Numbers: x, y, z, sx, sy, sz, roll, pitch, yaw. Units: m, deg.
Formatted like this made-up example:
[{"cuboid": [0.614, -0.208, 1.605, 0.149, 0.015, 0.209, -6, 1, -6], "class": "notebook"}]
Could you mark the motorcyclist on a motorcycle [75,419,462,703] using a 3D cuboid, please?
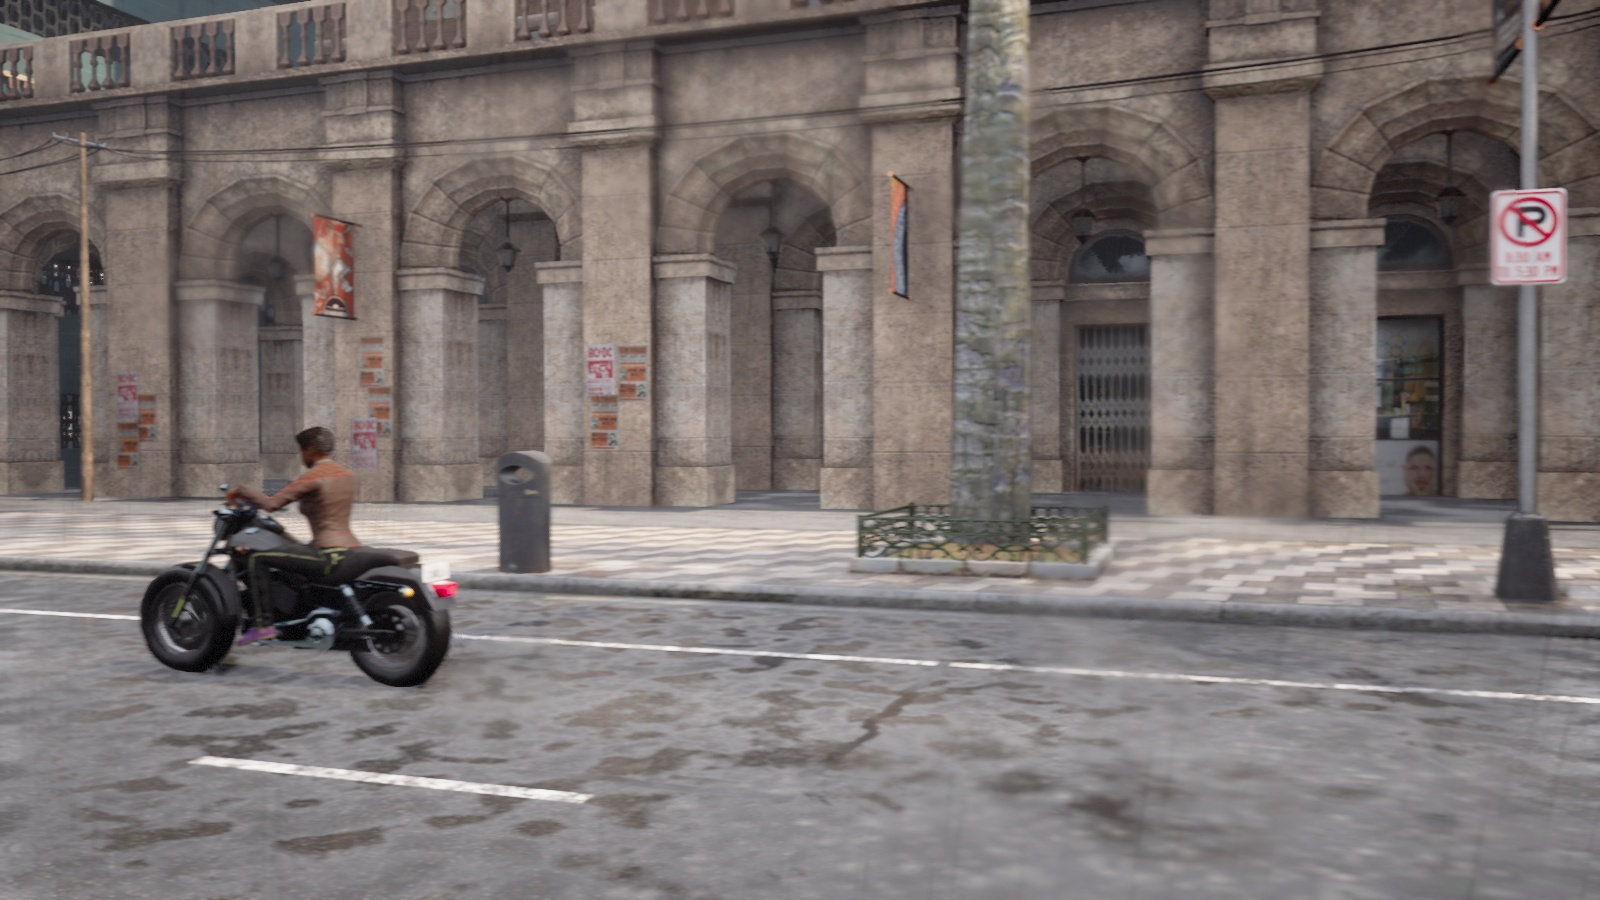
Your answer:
[{"cuboid": [-3.396, 0.636, 8.027, 2.350, 1.649, 0.766, 0, 1, 19], "class": "motorcyclist on a motorcycle"}]
